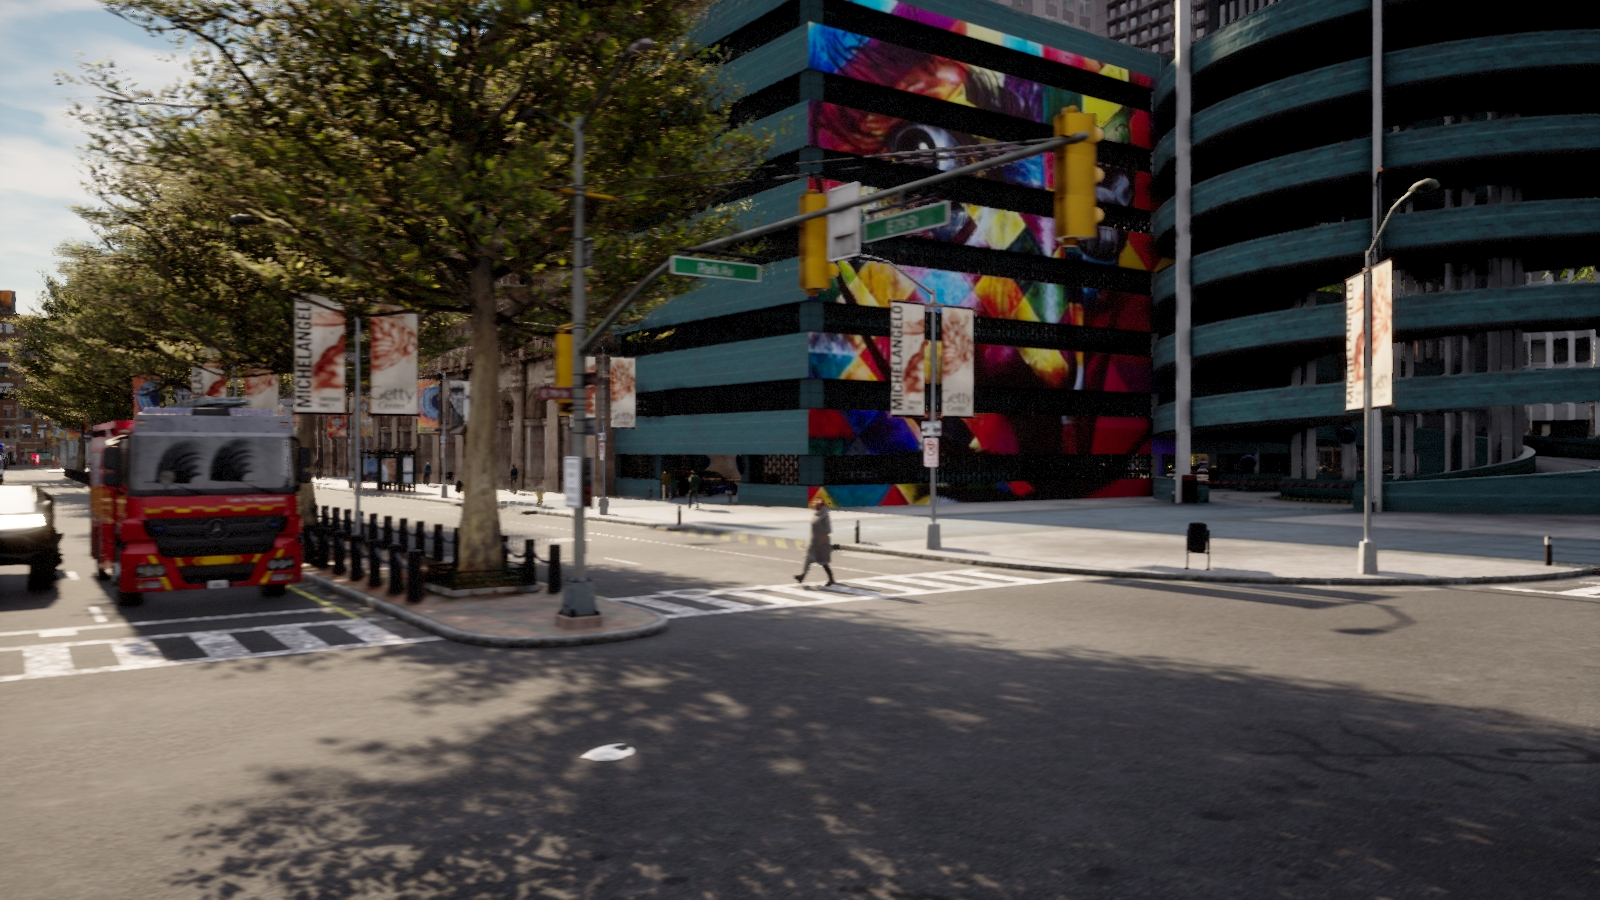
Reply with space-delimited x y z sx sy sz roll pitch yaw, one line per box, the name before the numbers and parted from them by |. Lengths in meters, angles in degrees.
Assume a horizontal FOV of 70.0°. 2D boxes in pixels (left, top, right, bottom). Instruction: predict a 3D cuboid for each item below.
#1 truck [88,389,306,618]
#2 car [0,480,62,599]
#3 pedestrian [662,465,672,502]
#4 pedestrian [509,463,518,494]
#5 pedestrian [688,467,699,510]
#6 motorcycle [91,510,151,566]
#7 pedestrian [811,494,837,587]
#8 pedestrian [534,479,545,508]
truck | -12.607 0.891 23.410 2.891 3.827 8.468 0 0 -35
car | -16.991 1.754 23.978 2.390 2.098 6.274 0 0 -31
pedestrian | -6.687 1.697 57.531 0.375 1.860 0.375 0 0 -30
pedestrian | -17.317 1.697 69.058 0.375 1.860 0.375 0 0 -35
pedestrian | -4.680 1.697 50.238 0.375 1.860 0.375 0 0 -32
motorcycle | -17.198 2.205 28.911 0.867 1.251 2.209 0 0 -42
pedestrian | 0.484 1.850 23.427 0.375 1.860 0.375 0 0 -41
pedestrian | -11.970 1.977 52.450 0.375 1.300 0.375 0 0 -39
